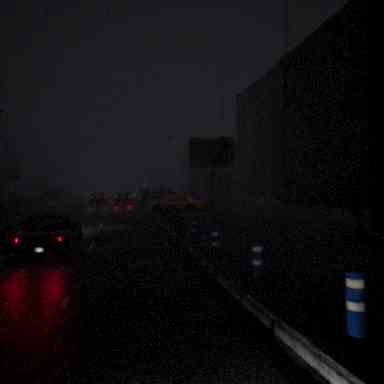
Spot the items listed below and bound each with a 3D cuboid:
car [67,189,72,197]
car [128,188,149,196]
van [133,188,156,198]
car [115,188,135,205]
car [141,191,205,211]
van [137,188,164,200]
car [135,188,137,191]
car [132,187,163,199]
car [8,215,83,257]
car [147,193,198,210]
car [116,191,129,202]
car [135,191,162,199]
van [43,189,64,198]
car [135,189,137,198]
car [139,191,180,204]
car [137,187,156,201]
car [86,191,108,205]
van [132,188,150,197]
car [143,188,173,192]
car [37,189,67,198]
[{"bbox_3d":[-34.322,0.344,84.869,5.566,2.045,2.435,-1,1,-12],"label":"car"},{"bbox_3d":[-14.846,-0.013,91.971,5.566,2.045,2.435,-1,1,-12],"label":"car"},{"bbox_3d":[-9.668,0.188,67.697,4.442,1.987,1.878,-1,0,-12],"label":"van"},{"bbox_3d":[-8.633,0.638,41.856,2.097,1.767,4.553,-1,1,-12],"label":"car"},{"bbox_3d":[-1.546,0.956,29.980,5.366,1.575,1.946,-1,2,-12],"label":"car"},{"bbox_3d":[-7.077,0.269,56.852,4.442,1.987,1.878,-1,1,-12],"label":"van"},{"bbox_3d":[-6.622,0.525,54.257,5.008,1.535,2.097,-1,1,-12],"label":"car"},{"bbox_3d":[-8.414,0.195,62.329,5.566,2.045,2.435,-1,1,-12],"label":"car"},{"bbox_3d":[-5.446,1.560,13.034,1.895,1.301,4.718,-1,1,-12],"label":"car"},{"bbox_3d":[-1.946,0.934,32.716,4.674,1.452,2.002,-1,1,-12],"label":"car"},{"bbox_3d":[-10.831,0.644,51.749,1.837,1.490,4.892,-1,1,-12],"label":"car"},{"bbox_3d":[-7.794,0.509,59.643,4.674,1.452,2.002,-1,1,-12],"label":"car"},{"bbox_3d":[-33.025,0.414,79.462,4.442,1.987,1.878,-1,1,-12],"label":"van"},{"bbox_3d":[-5.452,0.596,48.871,4.892,1.521,2.231,-1,1,-12],"label":"car"},{"bbox_3d":[-4.294,0.680,43.483,5.008,1.535,2.097,-1,1,-12],"label":"car"},{"bbox_3d":[-3.094,0.528,38.098,5.566,2.045,2.435,-1,1,-12],"label":"car"},{"bbox_3d":[-11.739,0.671,42.050,2.097,1.767,4.553,-1,1,-12],"label":"car"},{"bbox_3d":[-12.949,0.083,83.915,4.442,1.987,1.878,-1,1,-12],"label":"van"},{"bbox_3d":[-2.567,0.710,35.396,4.553,1.767,2.185,-1,1,-12],"label":"car"},{"bbox_3d":[-32.592,0.412,76.715,5.566,2.045,2.435,-1,1,-12],"label":"car"}]
